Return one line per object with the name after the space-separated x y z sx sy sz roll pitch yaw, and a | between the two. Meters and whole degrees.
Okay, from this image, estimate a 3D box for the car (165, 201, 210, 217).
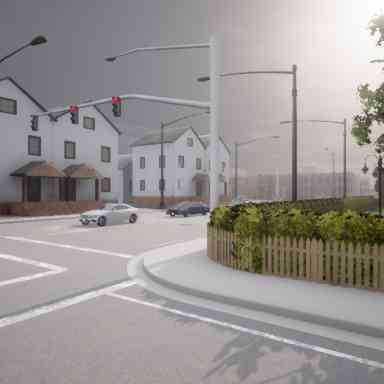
-0.190 1.547 31.387 2.033 1.411 5.357 0 0 35 | car

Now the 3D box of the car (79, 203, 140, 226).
-5.679 1.526 23.440 1.812 1.442 4.674 0 0 35 | car

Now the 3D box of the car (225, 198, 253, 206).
5.690 1.492 39.875 2.128 1.511 4.902 0 0 35 | car
